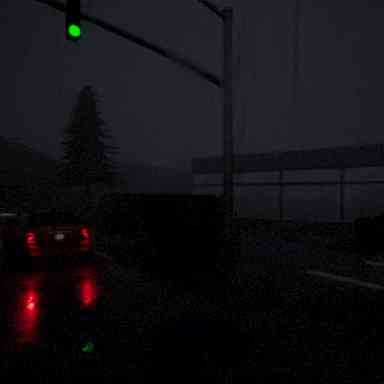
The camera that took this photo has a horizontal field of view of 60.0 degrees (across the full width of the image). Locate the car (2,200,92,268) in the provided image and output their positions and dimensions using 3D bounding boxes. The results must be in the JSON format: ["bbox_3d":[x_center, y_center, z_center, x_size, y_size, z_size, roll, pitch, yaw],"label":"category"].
[{"bbox_3d":[-5.193,1.347,11.617,2.097,1.767,4.553,0,0,-36],"label":"car"}]

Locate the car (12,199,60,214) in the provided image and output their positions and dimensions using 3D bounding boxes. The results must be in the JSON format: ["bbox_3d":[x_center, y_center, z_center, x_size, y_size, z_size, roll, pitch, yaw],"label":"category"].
[{"bbox_3d":[-16.620,1.548,35.520,1.994,1.385,4.181,0,0,36],"label":"car"}]
